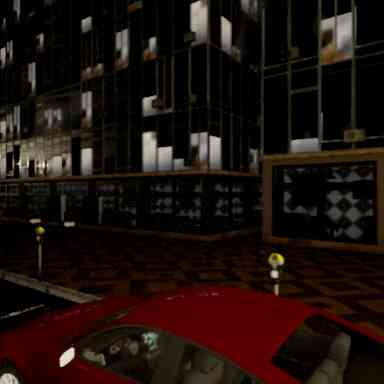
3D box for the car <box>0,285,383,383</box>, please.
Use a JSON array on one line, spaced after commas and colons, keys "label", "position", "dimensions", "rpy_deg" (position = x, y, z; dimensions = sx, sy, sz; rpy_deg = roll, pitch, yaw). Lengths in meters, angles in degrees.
[{"label": "car", "position": [0.016, 1.543, 2.871], "dimensions": [4.507, 1.381, 1.887], "rpy_deg": [0, 0, 36]}]
